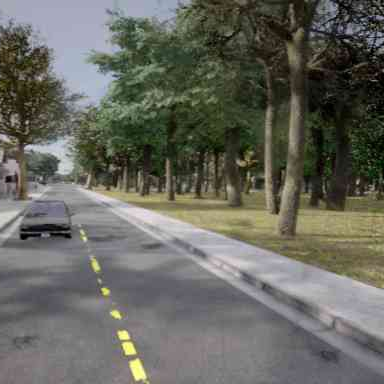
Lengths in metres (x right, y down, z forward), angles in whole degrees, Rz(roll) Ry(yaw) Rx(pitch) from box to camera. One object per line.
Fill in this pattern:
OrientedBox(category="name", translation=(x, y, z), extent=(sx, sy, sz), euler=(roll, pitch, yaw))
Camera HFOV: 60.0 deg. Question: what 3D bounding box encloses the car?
OrientedBox(category="car", translation=(-6.088, 1.055, 14.141), extent=(2.033, 1.411, 5.357), euler=(1, 1, -21))
